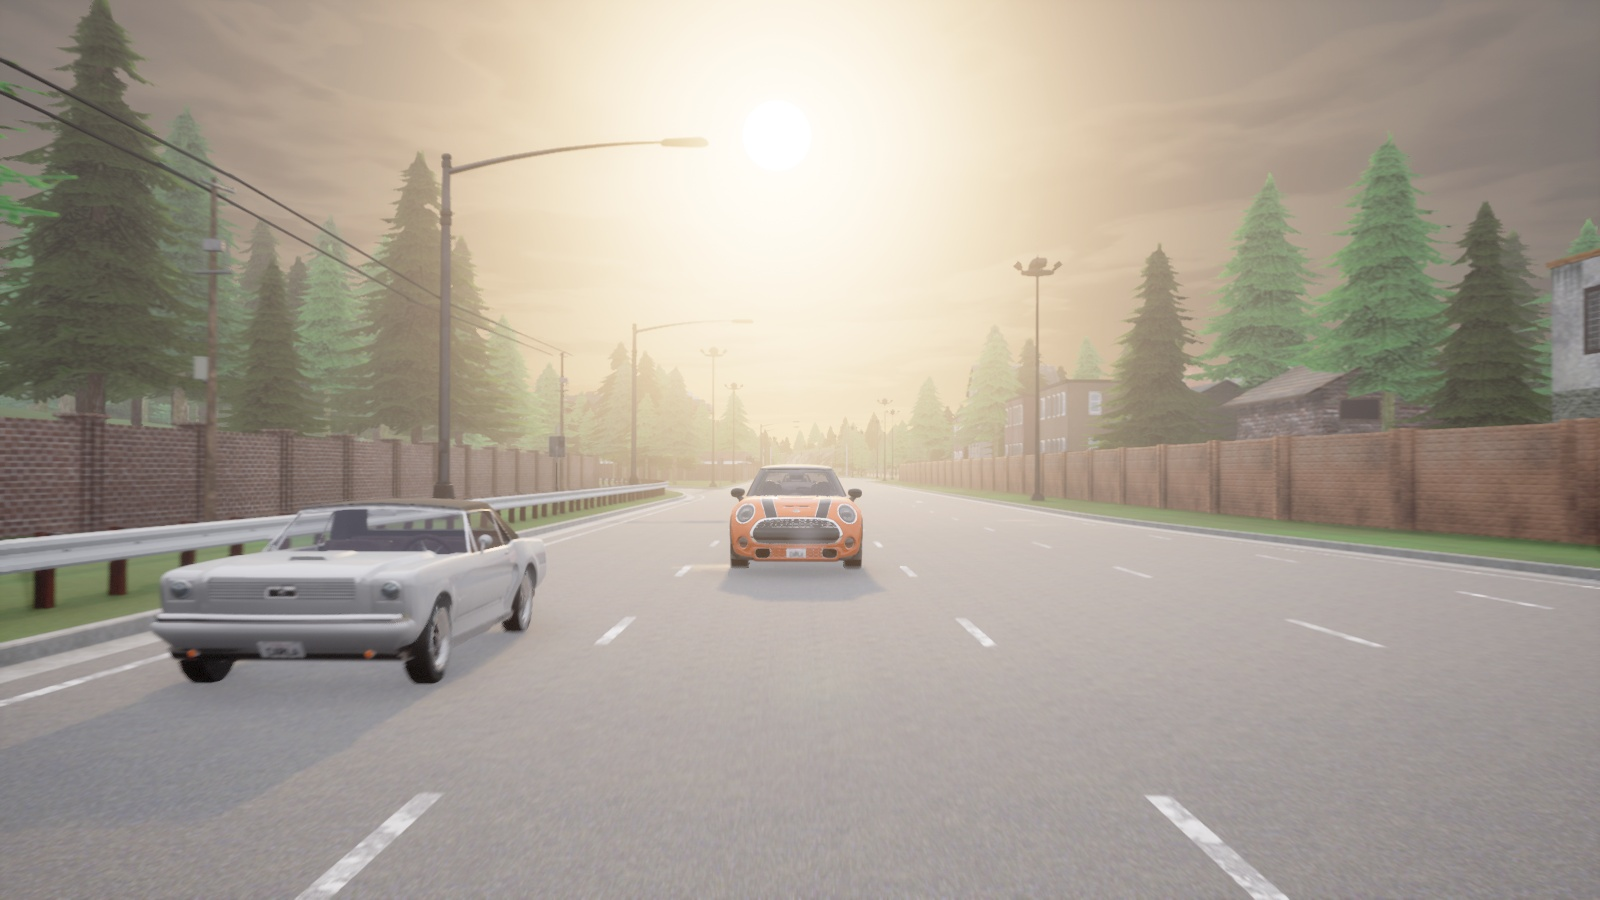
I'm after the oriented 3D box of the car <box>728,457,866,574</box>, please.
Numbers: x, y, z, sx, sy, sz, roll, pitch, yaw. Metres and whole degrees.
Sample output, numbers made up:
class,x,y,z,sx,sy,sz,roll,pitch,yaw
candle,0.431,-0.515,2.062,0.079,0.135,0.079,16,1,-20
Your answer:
class,x,y,z,sx,sy,sz,roll,pitch,yaw
car,-0.053,1.030,21.399,2.097,1.767,4.553,0,-1,0

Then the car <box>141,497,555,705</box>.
class,x,y,z,sx,sy,sz,roll,pitch,yaw
car,-3.526,1.111,10.882,1.895,1.301,4.718,0,-1,0
